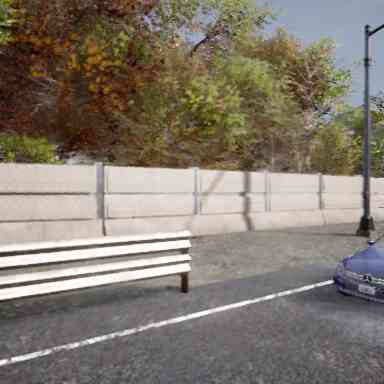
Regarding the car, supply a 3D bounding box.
[{"bbox_3d":[5.108,1.500,7.321,4.674,1.442,1.812,0,0,-33],"label":"car"}]
